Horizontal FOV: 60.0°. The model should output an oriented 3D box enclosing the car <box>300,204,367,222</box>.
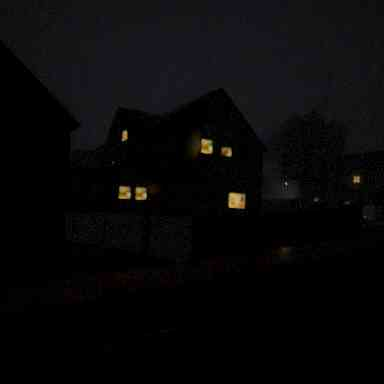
[{"bbox_3d":[9.999,1.598,24.722,2.033,1.411,5.357,4,-2,-33],"label":"car"}]
